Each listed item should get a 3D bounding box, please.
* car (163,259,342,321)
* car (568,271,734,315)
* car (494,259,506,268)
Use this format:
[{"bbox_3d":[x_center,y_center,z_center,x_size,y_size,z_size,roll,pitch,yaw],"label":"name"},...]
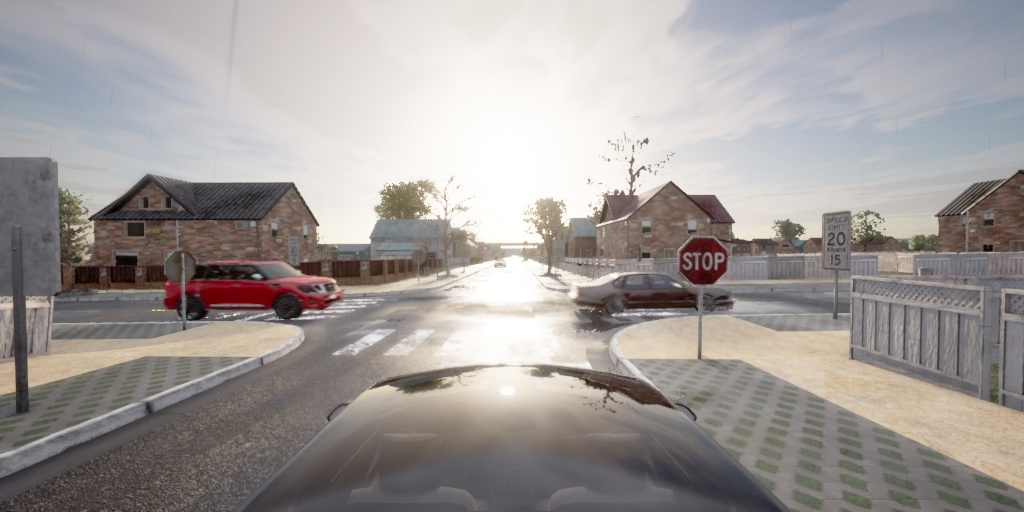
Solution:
[{"bbox_3d":[-9.230,1.144,12.979,5.566,2.045,2.150,-1,2,1],"label":"car"},{"bbox_3d":[4.750,1.236,12.752,5.357,1.411,2.033,-1,1,1],"label":"car"},{"bbox_3d":[-1.998,1.235,62.241,1.812,1.442,4.674,0,0,1],"label":"car"}]
